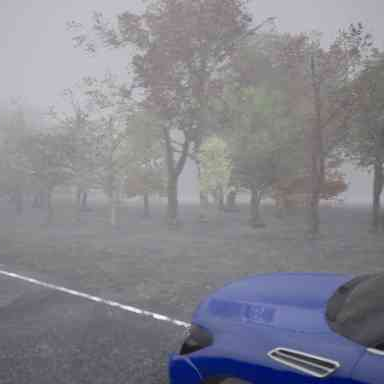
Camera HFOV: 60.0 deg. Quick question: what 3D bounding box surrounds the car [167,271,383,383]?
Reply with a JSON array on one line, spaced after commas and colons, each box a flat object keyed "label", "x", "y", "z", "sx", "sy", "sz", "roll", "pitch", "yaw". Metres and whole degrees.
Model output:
[{"label": "car", "x": 2.392, "y": 1.220, "z": 1.979, "sx": 5.566, "sy": 2.045, "sz": 2.150, "roll": 0, "pitch": 0, "yaw": 38}]
